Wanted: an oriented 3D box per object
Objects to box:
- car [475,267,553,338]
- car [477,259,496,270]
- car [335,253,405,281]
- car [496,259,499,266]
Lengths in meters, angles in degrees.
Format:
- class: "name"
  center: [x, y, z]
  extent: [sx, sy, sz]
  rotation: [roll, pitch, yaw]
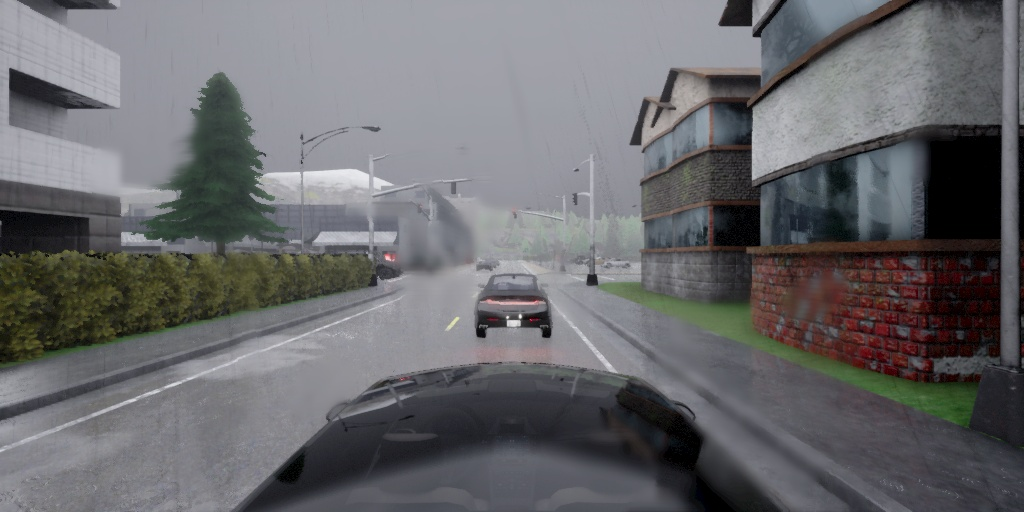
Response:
- class: "car"
  center: [0.056, 1.242, 10.165]
  extent: [2.128, 1.511, 4.902]
  rotation: [0, 0, 0]
- class: "car"
  center: [-3.590, 1.351, 48.251]
  extent: [1.895, 1.301, 4.718]
  rotation: [0, 0, 0]
- class: "car"
  center: [-11.159, 0.796, 27.687]
  extent: [5.566, 2.045, 2.150]
  rotation: [0, 0, 0]
- class: "car"
  center: [-3.578, 1.314, 58.278]
  extent: [1.994, 1.385, 4.181]
  rotation: [0, 0, 0]
